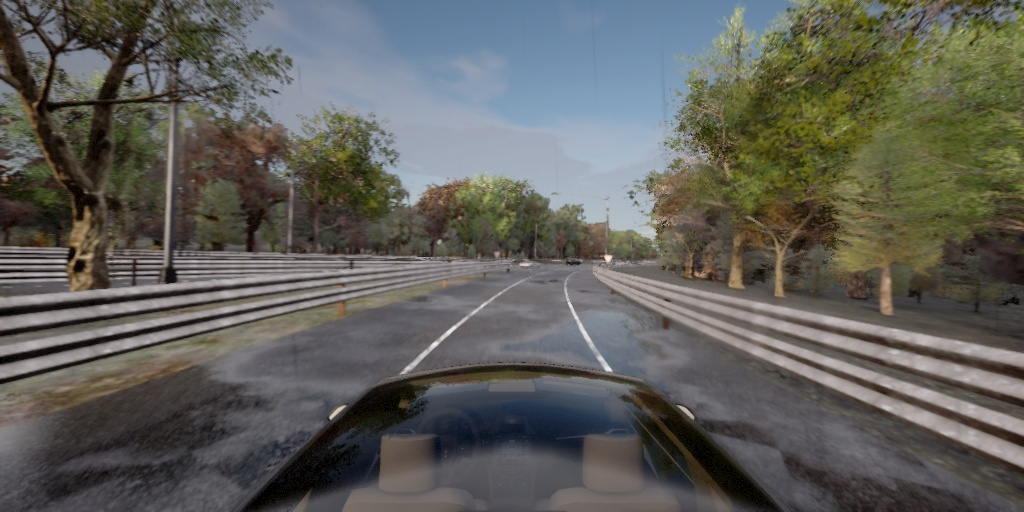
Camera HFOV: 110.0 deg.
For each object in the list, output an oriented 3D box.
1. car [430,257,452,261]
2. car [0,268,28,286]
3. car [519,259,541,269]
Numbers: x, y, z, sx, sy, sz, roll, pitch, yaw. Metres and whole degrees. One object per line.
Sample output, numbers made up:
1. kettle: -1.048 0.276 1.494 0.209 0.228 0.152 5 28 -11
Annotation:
1. car: -9.892 0.881 51.668 1.812 1.442 4.674 2 0 30
2. car: -23.204 0.553 14.295 1.895 1.301 4.718 2 0 30
3. car: 3.223 1.441 60.524 1.895 1.301 4.718 2 0 30
